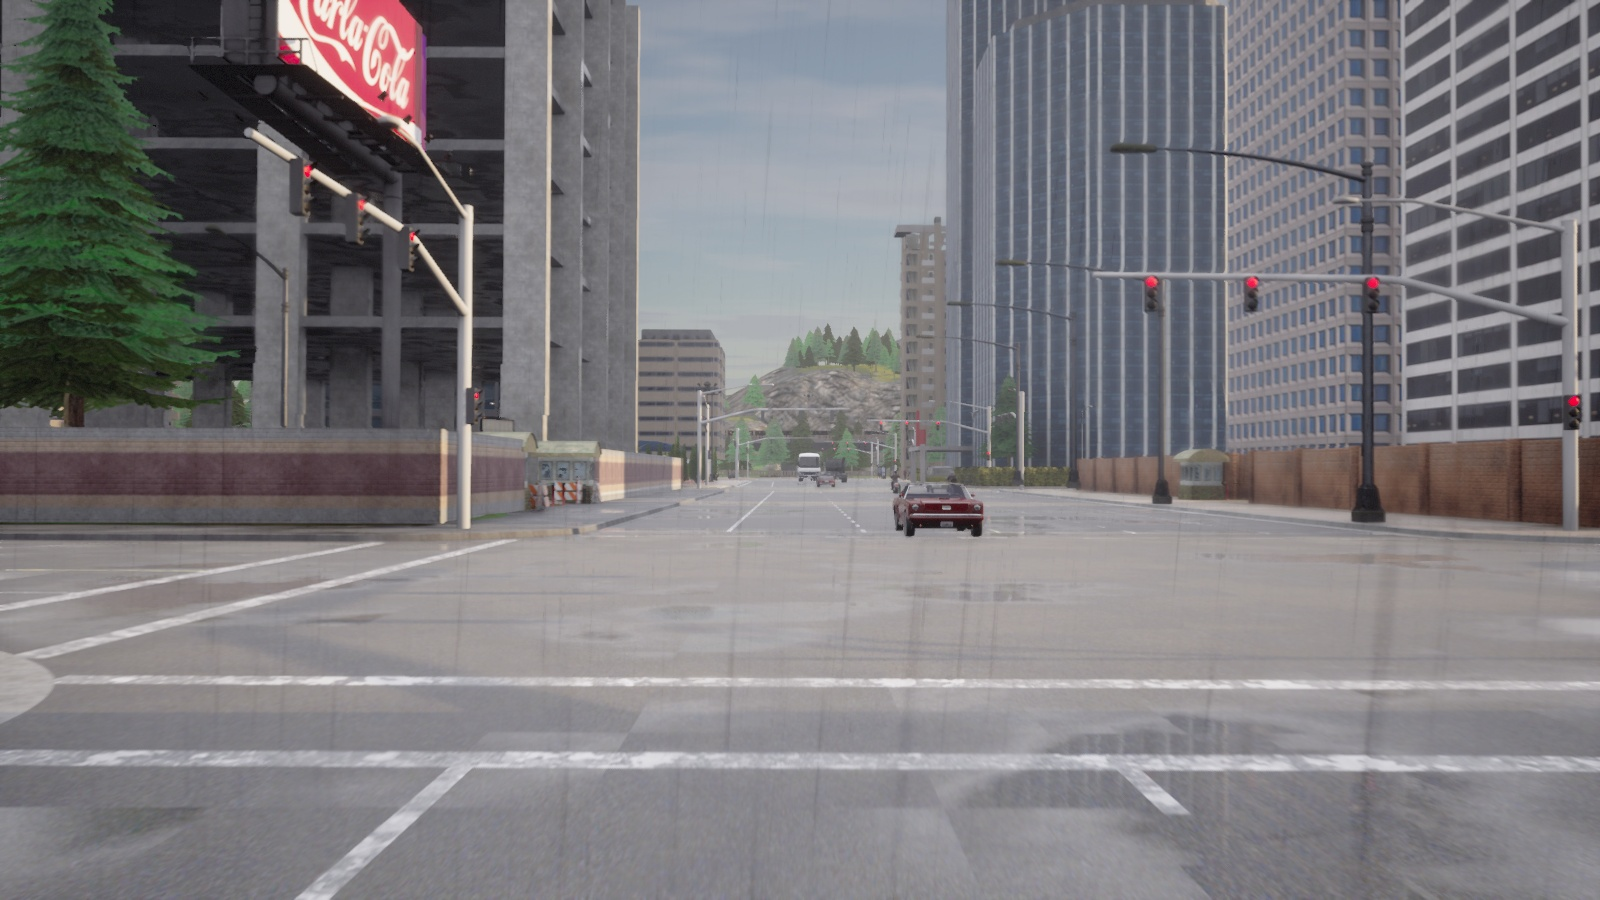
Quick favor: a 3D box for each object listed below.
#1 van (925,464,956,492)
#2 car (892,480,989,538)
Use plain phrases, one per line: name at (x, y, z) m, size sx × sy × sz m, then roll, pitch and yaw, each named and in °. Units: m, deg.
van at (10.272, 2.070, 92.229) m, size 1.775 × 1.987 × 4.442 m, roll 0°, pitch -1°, yaw 0°
car at (3.427, 1.429, 31.510) m, size 1.895 × 1.301 × 4.718 m, roll 0°, pitch -1°, yaw 0°
